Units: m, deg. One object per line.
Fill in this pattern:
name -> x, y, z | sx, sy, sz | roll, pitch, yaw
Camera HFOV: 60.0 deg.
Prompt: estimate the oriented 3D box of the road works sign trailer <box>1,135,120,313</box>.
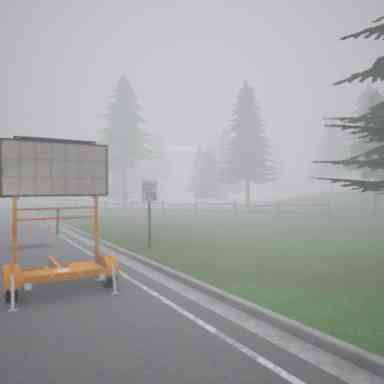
road works sign trailer -> -3.288, 0.513, 8.104 | 2.380, 3.560, 2.880 | 0, 0, -31
